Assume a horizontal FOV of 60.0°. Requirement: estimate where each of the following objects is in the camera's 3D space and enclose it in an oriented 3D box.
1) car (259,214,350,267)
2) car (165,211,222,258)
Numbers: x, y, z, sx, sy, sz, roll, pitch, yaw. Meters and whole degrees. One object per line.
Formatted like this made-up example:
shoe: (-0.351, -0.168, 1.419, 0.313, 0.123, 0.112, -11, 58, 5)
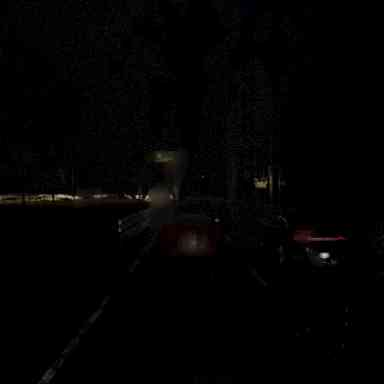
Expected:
car: (3.566, 1.482, 11.346, 2.128, 1.511, 4.902, 0, 0, 0)
car: (0.051, 1.467, 12.810, 1.882, 1.535, 5.008, 0, 0, 0)
